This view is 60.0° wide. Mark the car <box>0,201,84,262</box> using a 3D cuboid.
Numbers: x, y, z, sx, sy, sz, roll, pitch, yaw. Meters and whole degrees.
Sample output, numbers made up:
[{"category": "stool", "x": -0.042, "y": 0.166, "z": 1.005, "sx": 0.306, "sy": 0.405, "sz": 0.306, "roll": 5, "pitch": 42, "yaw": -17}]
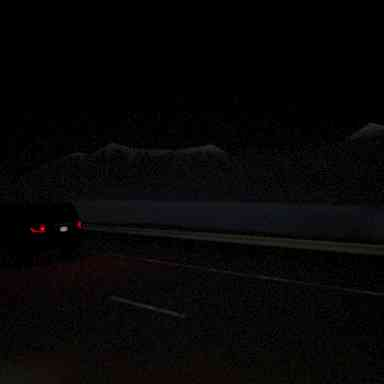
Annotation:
[{"category": "car", "x": -6.603, "y": 1.392, "z": 13.079, "sx": 5.566, "sy": 2.045, "sz": 2.150, "roll": 0, "pitch": 0, "yaw": 36}]
